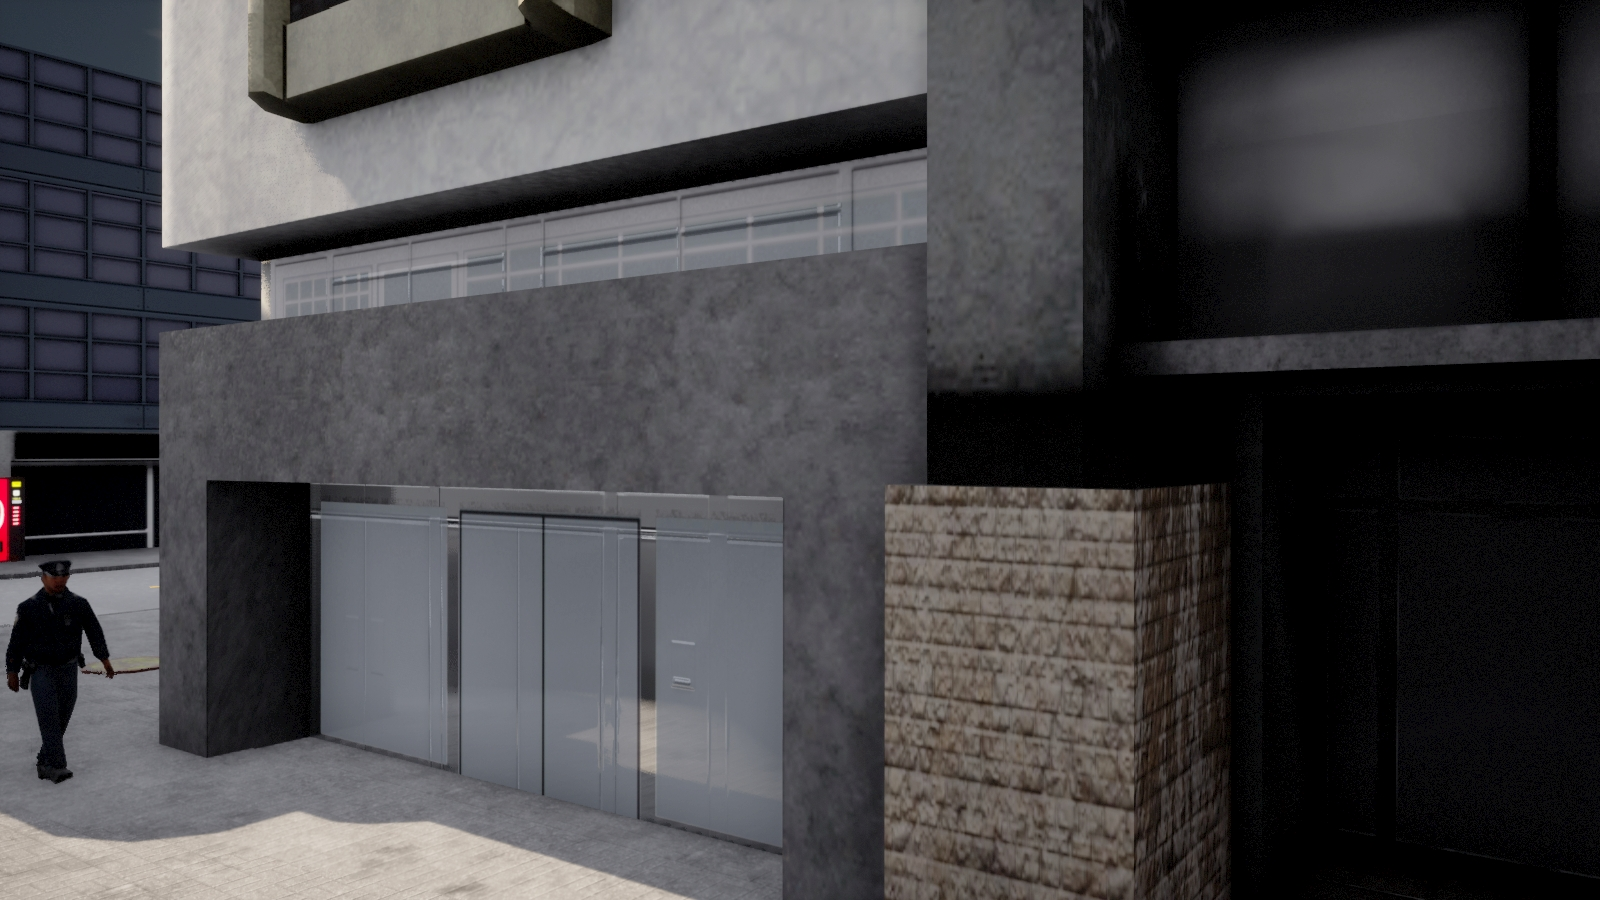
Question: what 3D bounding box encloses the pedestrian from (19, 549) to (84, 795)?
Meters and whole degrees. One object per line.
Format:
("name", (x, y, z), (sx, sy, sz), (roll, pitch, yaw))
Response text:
("pedestrian", (-5.975, 1.742, 9.120), (0.375, 1.860, 0.375), (0, 0, -43))
